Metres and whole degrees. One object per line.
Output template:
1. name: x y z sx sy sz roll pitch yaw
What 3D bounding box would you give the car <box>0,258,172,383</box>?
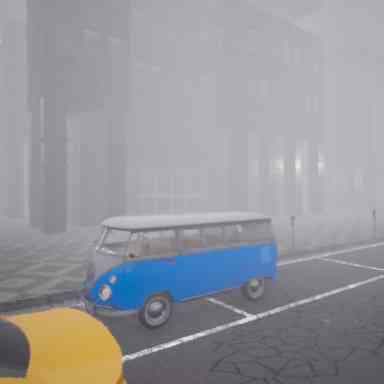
1. car: -2.725 1.487 1.434 5.008 1.535 1.882 0 0 -36

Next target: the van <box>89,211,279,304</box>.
1. van: -0.067 1.318 6.603 3.998 1.788 1.690 0 0 -36
